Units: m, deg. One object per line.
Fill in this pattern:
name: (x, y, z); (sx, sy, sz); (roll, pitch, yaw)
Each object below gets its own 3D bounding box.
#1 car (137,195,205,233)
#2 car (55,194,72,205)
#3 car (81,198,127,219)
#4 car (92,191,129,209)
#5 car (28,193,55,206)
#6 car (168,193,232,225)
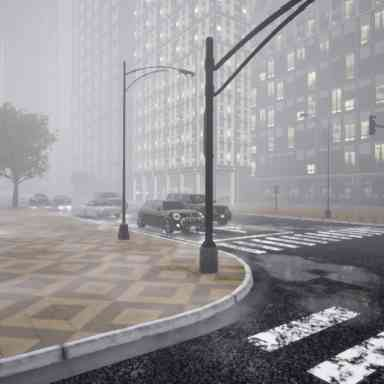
car: (-1.255, 1.216, 18.646); (2.097, 1.767, 4.553); (0, 0, -37)
car: (-18.814, 1.085, 47.881); (2.128, 1.511, 4.902); (0, 0, -36)
car: (-7.334, 1.383, 26.830); (1.895, 1.301, 4.718); (0, 0, -37)
car: (-8.476, 0.967, 33.829); (2.150, 2.045, 5.566); (0, 0, -37)
car: (-20.455, 0.943, 44.615); (2.097, 1.767, 4.553); (0, 0, -36)
car: (0.187, 1.085, 22.155); (2.150, 2.045, 5.566); (0, 0, -37)
